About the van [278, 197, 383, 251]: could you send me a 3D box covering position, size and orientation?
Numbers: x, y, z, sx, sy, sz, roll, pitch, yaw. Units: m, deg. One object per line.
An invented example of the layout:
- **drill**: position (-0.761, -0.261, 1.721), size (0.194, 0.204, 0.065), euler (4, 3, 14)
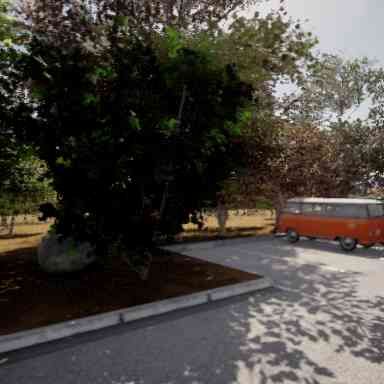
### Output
- **van**: position (5.757, 1.269, 14.313), size (1.878, 1.987, 4.442), euler (1, 0, -36)
